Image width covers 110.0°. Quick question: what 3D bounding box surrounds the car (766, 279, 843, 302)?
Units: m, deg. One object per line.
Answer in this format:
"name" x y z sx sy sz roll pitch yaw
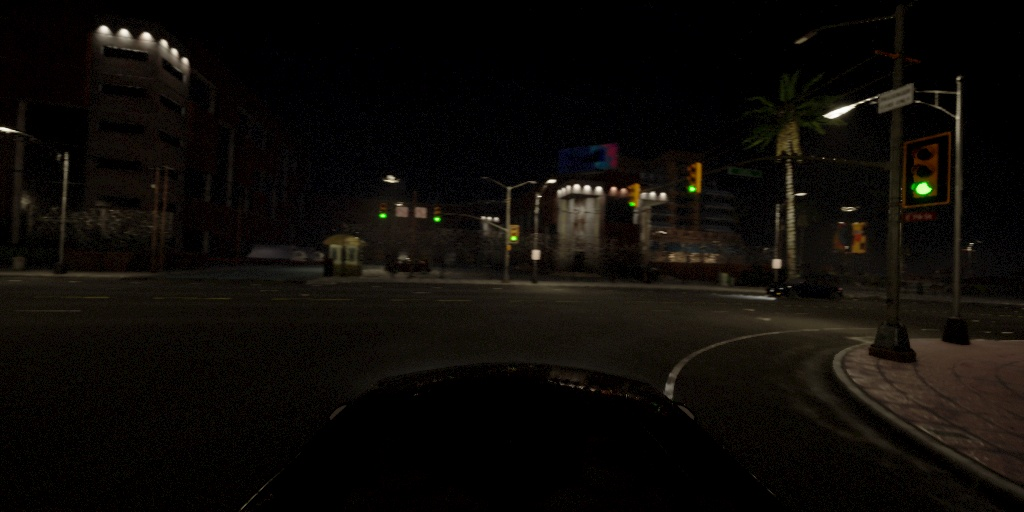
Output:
"car" 20.203 2.322 24.900 4.181 1.385 1.994 2 -1 6
